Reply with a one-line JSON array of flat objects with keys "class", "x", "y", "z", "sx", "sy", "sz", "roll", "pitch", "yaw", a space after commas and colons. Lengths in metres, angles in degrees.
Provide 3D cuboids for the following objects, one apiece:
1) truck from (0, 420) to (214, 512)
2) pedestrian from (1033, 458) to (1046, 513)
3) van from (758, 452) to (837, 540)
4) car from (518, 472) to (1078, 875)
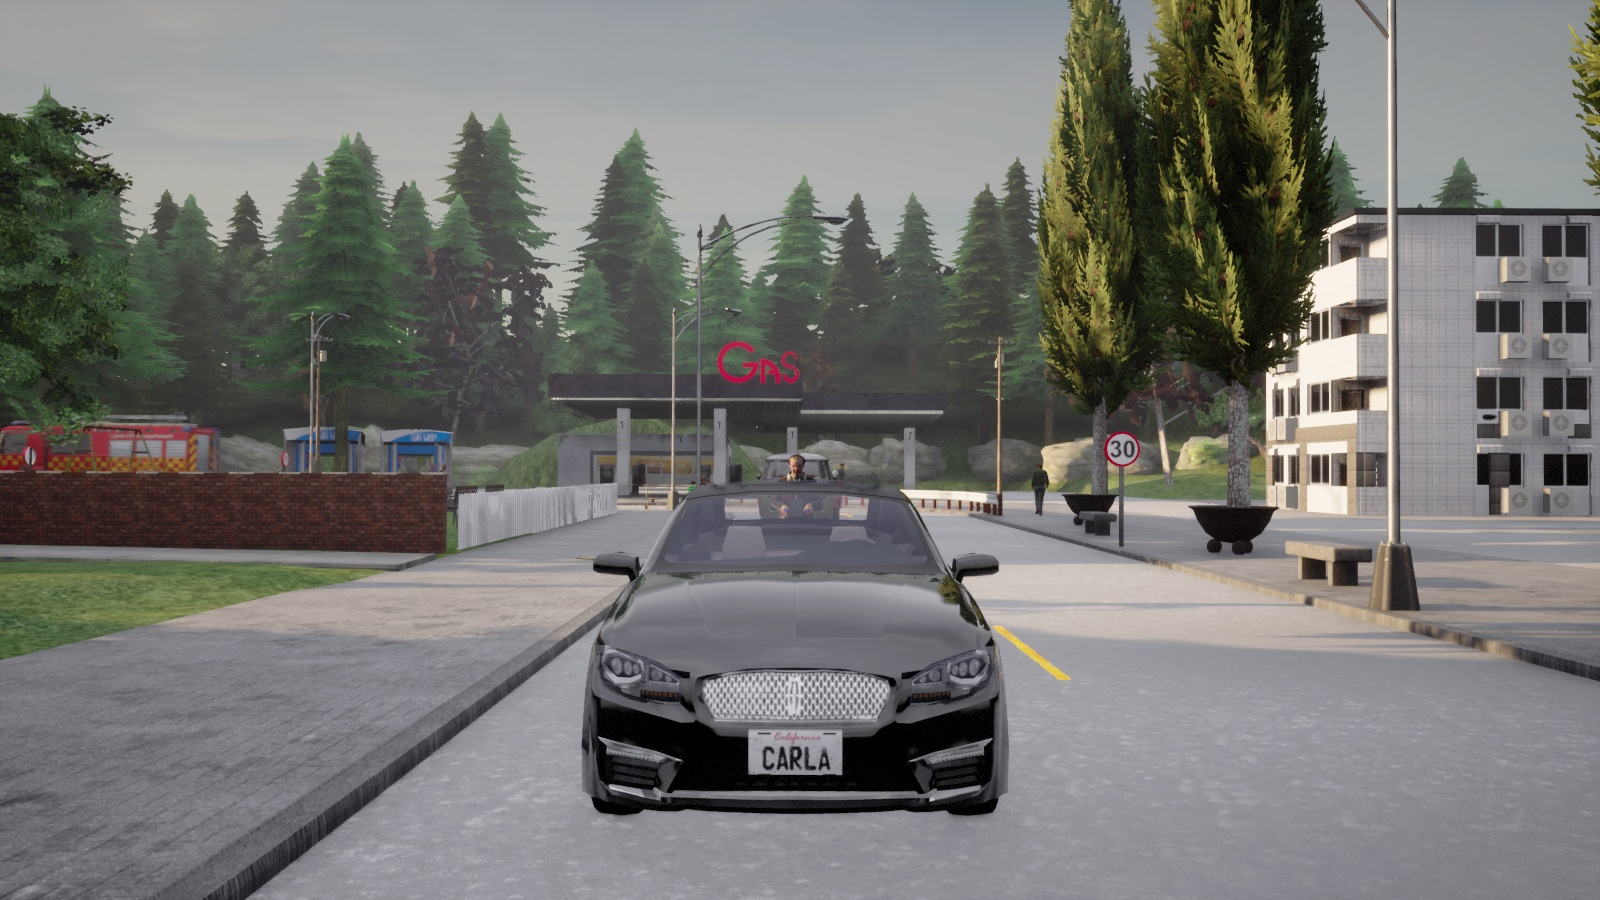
[{"class": "truck", "x": -30.189, "y": 0.677, "z": 54.131, "sx": 8.468, "sy": 3.827, "sz": 2.891, "roll": 0, "pitch": -1, "yaw": 0}, {"class": "pedestrian", "x": 8.061, "y": 1.200, "z": 42.246, "sx": 0.353, "sy": 1.847, "sz": 0.614, "roll": 0, "pitch": -1, "yaw": 4}, {"class": "van", "x": -0.066, "y": 1.082, "z": 30.718, "sx": 1.775, "sy": 1.987, "sz": 4.442, "roll": 0, "pitch": -1, "yaw": 0}, {"class": "car", "x": -0.017, "y": 0.892, "z": 7.230, "sx": 2.128, "sy": 1.511, "sz": 4.902, "roll": 0, "pitch": -1, "yaw": 0}]
